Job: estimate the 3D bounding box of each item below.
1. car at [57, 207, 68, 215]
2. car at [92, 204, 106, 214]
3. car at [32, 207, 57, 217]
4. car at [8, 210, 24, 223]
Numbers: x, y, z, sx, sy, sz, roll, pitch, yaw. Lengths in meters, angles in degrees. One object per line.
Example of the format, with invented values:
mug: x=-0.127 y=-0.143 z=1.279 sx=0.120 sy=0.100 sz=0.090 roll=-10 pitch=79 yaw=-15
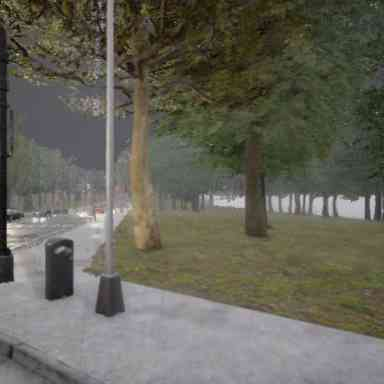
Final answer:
car: x=-24.548 y=3.505 z=62.273 sx=2.033 sy=1.411 sz=5.357 roll=0 pitch=-2 yaw=-10
car: x=-18.761 y=3.459 z=67.044 sx=2.097 sy=1.767 sz=4.553 roll=0 pitch=-2 yaw=-10
car: x=-22.503 y=2.991 z=50.104 sx=2.128 sy=1.511 sz=4.902 roll=0 pitch=-2 yaw=-9
car: x=-20.273 y=2.641 z=36.680 sx=1.895 sy=1.301 sz=4.718 roll=0 pitch=-2 yaw=-9
